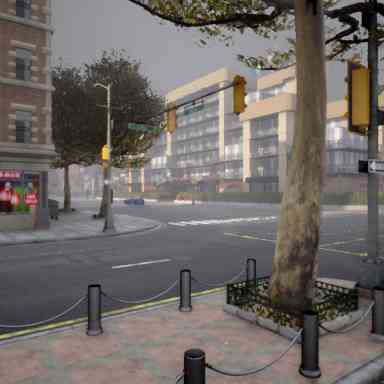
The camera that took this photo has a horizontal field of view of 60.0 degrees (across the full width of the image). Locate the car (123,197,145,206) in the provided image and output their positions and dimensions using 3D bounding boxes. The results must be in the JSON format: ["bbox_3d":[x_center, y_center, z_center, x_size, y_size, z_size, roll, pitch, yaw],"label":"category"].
[{"bbox_3d":[-9.477,1.476,53.867,1.882,1.535,5.008,0,0,-36],"label":"car"}]
